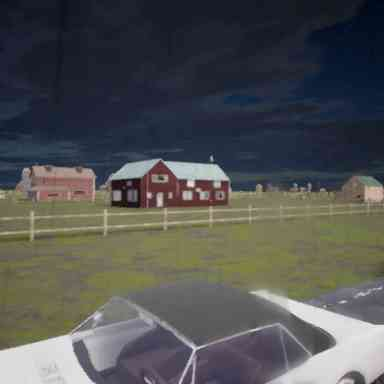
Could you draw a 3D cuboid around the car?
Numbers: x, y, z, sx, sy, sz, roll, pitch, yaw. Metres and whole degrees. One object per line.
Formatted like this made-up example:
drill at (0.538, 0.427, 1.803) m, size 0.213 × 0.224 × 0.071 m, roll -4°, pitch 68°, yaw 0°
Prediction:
car at (-0.277, 1.624, 2.880) m, size 4.718 × 1.301 × 1.895 m, roll 0°, pitch -1°, yaw -36°
